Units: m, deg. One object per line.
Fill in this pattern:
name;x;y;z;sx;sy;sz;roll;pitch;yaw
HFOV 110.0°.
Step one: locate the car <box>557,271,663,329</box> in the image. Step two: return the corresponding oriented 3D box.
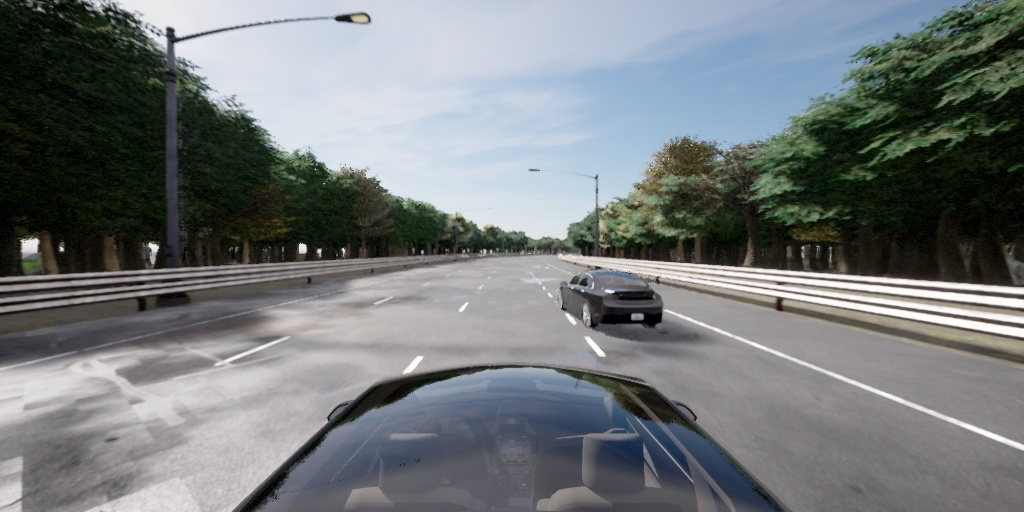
car;2.699;1.180;10.872;1.837;1.490;4.892;0;0;-6
